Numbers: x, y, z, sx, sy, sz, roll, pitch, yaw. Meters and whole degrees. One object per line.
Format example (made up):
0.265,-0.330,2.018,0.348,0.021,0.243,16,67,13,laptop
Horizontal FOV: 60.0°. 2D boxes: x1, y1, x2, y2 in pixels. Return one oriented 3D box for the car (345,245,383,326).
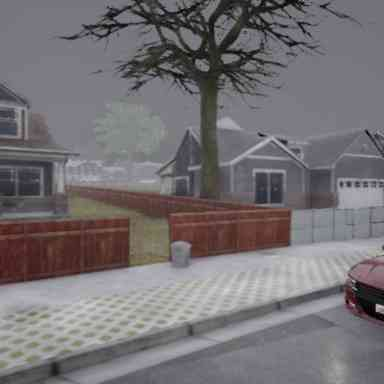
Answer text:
4.940,1.452,6.190,5.008,1.535,1.882,0,0,-32,car
